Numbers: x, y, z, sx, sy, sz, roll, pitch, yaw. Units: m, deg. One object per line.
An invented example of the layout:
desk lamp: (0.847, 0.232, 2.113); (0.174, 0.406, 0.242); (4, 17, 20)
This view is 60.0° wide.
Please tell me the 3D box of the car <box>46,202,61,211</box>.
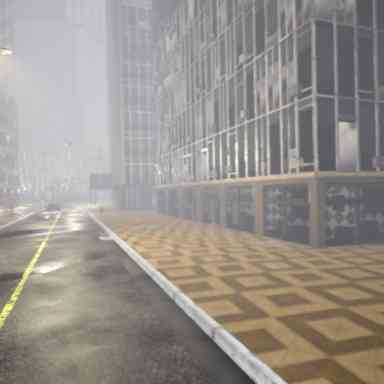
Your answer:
car: (-21.057, 2.200, 50.699); (1.895, 1.301, 4.718); (-1, 0, -18)
